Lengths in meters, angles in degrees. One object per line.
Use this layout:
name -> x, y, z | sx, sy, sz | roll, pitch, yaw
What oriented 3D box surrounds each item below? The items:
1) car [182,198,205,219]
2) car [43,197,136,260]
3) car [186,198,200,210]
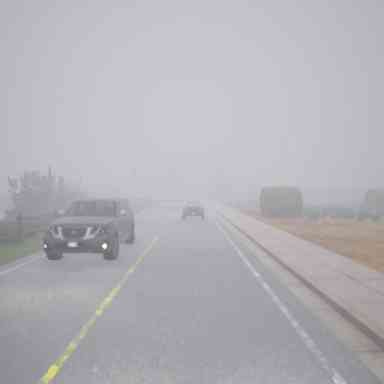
car -> 0.121, 1.522, 28.543 | 1.812, 1.442, 4.674 | 0, 0, 0
car -> -3.574, 1.220, 12.731 | 2.150, 2.045, 5.566 | 0, 0, 0
car -> 0.132, 1.520, 44.841 | 1.812, 1.442, 4.674 | 0, 0, 0
